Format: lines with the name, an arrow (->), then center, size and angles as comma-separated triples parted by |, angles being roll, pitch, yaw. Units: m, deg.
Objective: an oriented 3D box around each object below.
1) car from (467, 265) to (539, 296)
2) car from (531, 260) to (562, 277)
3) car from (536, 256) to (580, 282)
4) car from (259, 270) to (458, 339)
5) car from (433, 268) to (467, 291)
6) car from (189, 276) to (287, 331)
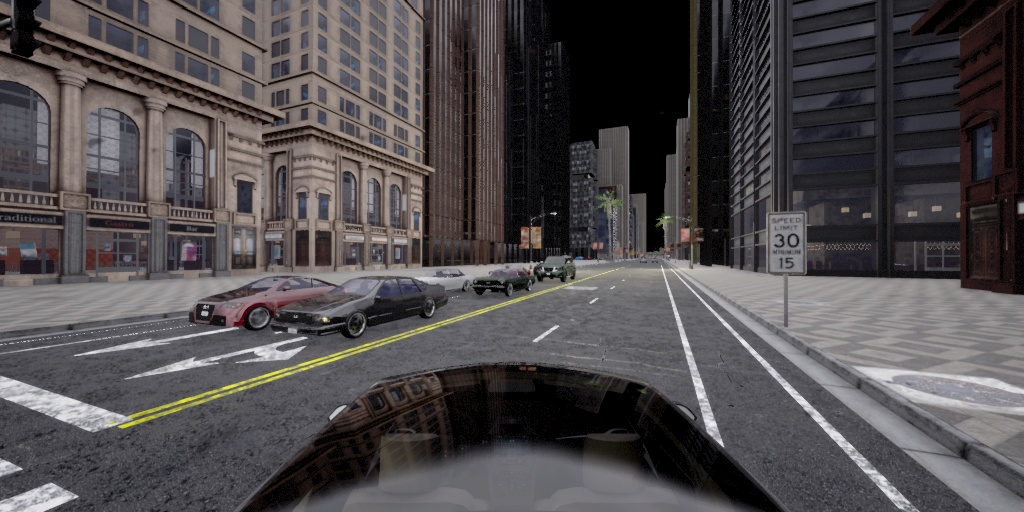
car -> -0.321, 1.357, 19.433 | 1.895, 1.301, 4.718 | 0, 0, 22
car -> 3.768, 1.250, 37.911 | 1.882, 1.535, 5.008 | 0, 0, 23
car -> 3.733, 0.986, 29.332 | 2.150, 2.045, 5.566 | 0, 0, 22
car -> -3.952, 1.299, 10.558 | 2.033, 1.411, 5.357 | 0, 0, 22
car -> -3.905, 1.356, 19.260 | 1.895, 1.301, 4.718 | 0, 0, 22
car -> -7.218, 1.315, 11.149 | 1.994, 1.385, 4.181 | 0, 0, 22
